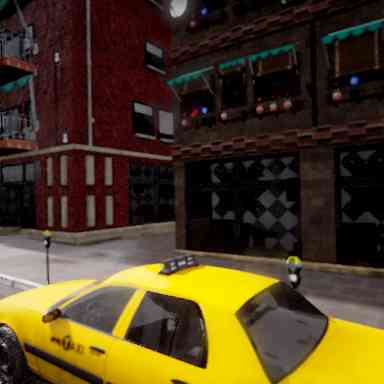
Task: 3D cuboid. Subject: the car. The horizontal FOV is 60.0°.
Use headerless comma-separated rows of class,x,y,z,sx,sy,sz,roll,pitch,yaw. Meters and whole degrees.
car,-0.375,1.473,3.690,5.366,1.575,1.801,-1,0,35
